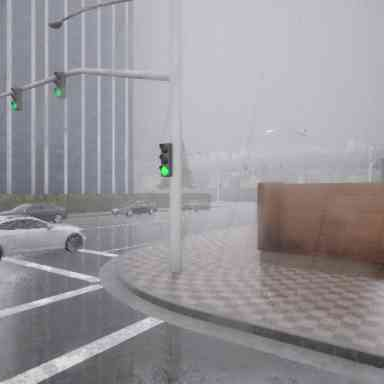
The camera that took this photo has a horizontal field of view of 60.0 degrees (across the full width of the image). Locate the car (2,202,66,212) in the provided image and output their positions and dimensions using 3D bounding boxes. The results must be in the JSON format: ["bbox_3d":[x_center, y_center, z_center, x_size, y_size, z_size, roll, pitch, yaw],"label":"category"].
[{"bbox_3d":[-11.008,1.505,22.940,1.837,1.490,4.892,0,0,35],"label":"car"}]

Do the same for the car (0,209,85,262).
[{"bbox_3d":[-5.988,1.526,11.555,1.812,1.442,4.674,0,0,35],"label":"car"}]

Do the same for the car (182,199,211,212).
[{"bbox_3d":[0.480,1.564,39.072,1.994,1.385,4.181,0,0,35],"label":"car"}]

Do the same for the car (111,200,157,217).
[{"bbox_3d":[-5.298,1.492,30.968,2.128,1.511,4.902,0,0,35],"label":"car"}]
